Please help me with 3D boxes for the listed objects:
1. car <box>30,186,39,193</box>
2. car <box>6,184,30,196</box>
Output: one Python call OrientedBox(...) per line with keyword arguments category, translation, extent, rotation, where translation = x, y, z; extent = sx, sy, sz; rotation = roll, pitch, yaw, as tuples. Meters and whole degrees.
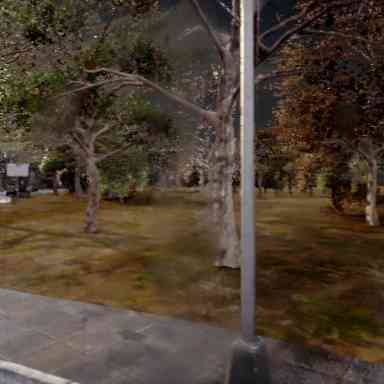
OrientedBox(category="car", translation=(-33.396, -0.538, 69.281), extent=(2.128, 1.511, 4.902), rotation=(0, 2, -13))
OrientedBox(category="car", translation=(-31.123, -0.333, 59.139), extent=(2.150, 2.045, 5.566), rotation=(0, 2, -13))
